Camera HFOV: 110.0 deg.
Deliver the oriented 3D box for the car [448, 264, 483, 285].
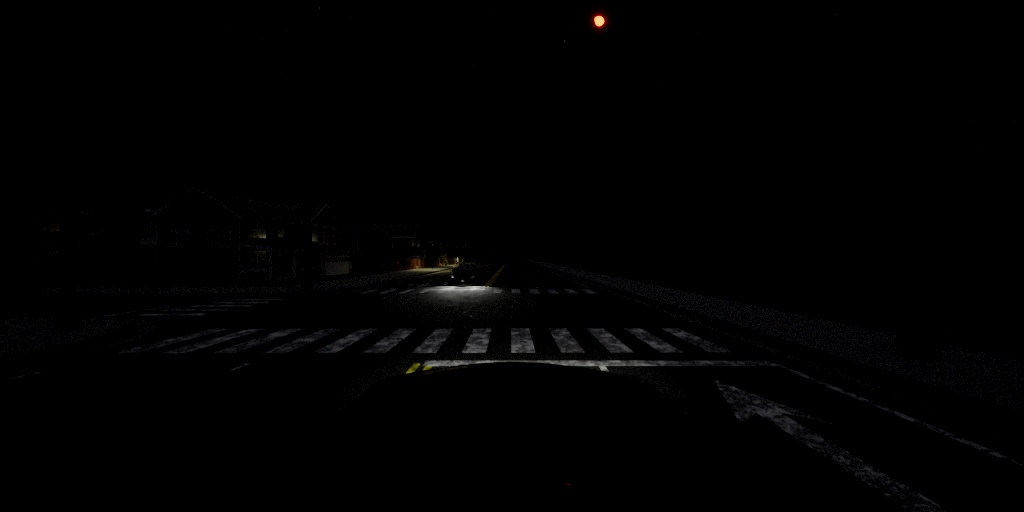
[{"bbox_3d":[-3.244,1.322,25.788,1.812,1.442,4.674,0,1,0],"label":"car"}]
